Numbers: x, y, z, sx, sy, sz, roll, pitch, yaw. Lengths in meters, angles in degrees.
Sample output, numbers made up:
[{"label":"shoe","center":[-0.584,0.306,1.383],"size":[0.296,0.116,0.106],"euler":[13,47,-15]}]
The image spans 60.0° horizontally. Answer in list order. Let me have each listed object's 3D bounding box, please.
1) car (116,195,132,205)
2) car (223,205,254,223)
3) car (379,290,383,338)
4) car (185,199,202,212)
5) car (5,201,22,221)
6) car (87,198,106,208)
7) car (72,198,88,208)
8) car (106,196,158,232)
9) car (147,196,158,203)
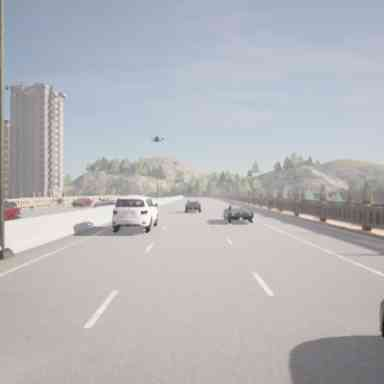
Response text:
[{"label":"car","center":[-13.359,1.578,65.604],"size":[2.097,1.767,4.553],"euler":[0,0,2]},{"label":"car","center":[3.599,1.692,26.594],"size":[1.895,1.301,4.718],"euler":[0,0,0]},{"label":"car","center":[3.601,1.502,2.826],"size":[2.128,1.511,4.902],"euler":[0,0,0]},{"label":"car","center":[0.143,1.630,40.382],"size":[2.128,1.511,4.902],"euler":[0,0,1]},{"label":"car","center":[-14.094,1.432,23.593],"size":[2.097,1.767,4.553],"euler":[0,0,0]},{"label":"car","center":[-10.538,1.628,40.245],"size":[2.128,1.511,4.902],"euler":[0,0,1]},{"label":"car","center":[-17.282,1.656,52.513],"size":[1.882,1.535,5.008],"euler":[0,0,2]},{"label":"car","center":[-3.401,1.292,20.601],"size":[2.150,2.045,5.566],"euler":[0,0,0]},{"label":"car","center":[-9.427,1.736,80.387],"size":[1.882,1.535,5.008],"euler":[0,0,2]}]
